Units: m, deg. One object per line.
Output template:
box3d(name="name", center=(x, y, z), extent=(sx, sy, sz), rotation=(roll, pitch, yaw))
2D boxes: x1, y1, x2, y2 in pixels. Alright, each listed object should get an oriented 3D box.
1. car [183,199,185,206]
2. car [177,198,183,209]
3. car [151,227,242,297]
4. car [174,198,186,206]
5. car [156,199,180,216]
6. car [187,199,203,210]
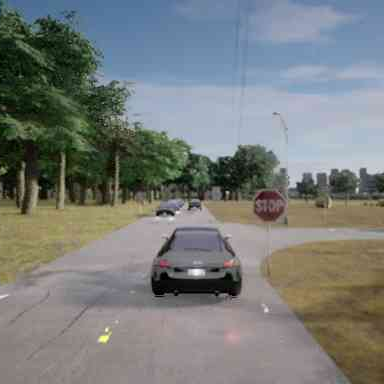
box3d(name="car", center=(-2.488, 1.864, 54.045), extent=(1.812, 1.442, 4.674), rotation=(0, -1, 1))
box3d(name="car", center=(-2.557, 1.767, 44.004), extent=(1.812, 1.442, 4.674), rotation=(0, -1, 1))
box3d(name="car", center=(0.132, 1.593, 8.703), extent=(1.994, 1.385, 4.181), rotation=(0, 0, 1))
box3d(name="car", center=(-2.347, 1.935, 64.377), extent=(2.128, 1.511, 4.902), rotation=(0, -1, 0))
box3d(name="car", center=(-2.610, 1.707, 34.266), extent=(2.033, 1.411, 5.357), rotation=(0, 0, 0))
box3d(name="car", center=(0.394, 1.772, 46.784), extent=(1.837, 1.490, 4.892), rotation=(0, -1, 0))
